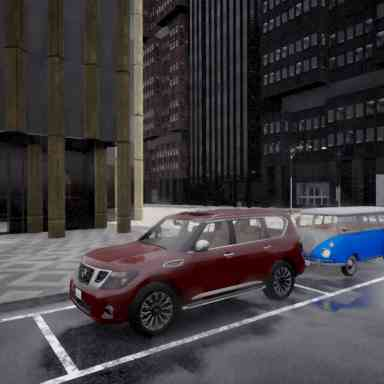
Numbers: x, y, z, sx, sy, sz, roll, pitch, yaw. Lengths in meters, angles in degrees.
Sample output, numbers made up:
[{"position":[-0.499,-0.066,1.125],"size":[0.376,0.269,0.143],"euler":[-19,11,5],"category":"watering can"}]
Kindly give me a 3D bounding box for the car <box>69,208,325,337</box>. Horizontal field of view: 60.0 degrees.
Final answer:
[{"position":[0.216,1.315,6.813],"size":[5.009,1.841,2.192],"euler":[0,0,-36],"category":"car"}]

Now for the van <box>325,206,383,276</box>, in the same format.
[{"position":[4.712,1.341,10.023],"size":[3.998,1.788,1.690],"euler":[0,0,-36],"category":"van"}]
